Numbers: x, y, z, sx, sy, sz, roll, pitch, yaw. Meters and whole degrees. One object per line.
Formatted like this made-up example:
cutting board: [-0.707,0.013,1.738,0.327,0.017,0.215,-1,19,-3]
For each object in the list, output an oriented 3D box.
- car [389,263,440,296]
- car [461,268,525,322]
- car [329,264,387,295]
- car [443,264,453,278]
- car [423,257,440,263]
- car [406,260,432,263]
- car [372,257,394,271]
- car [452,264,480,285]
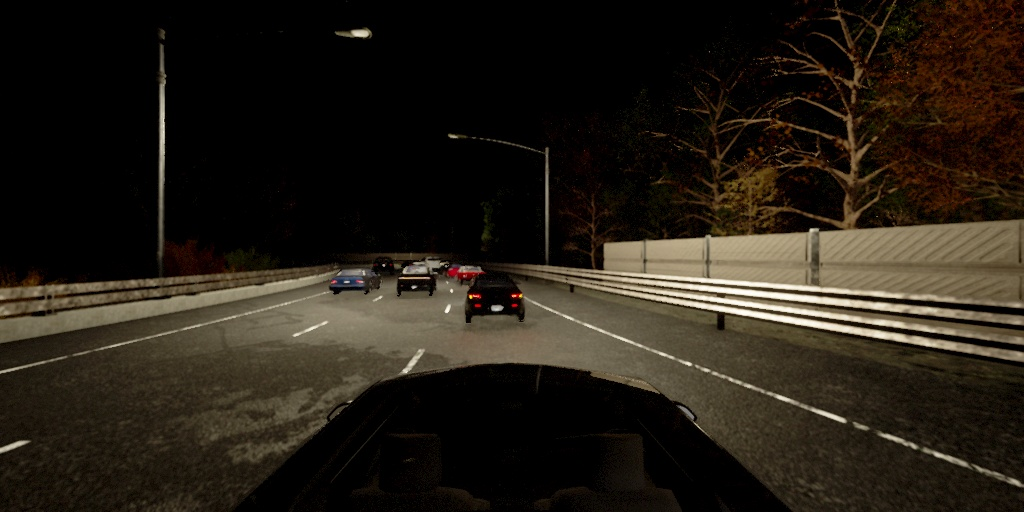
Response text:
car: [-5.175,1.312,19.829,2.128,1.511,4.902,0,0,-10]
car: [-0.656,1.317,12.368,1.812,1.442,4.674,0,0,-5]
car: [-8.791,1.371,20.518,2.033,1.411,5.357,0,0,-11]
car: [-5.809,1.449,36.581,1.994,1.385,4.181,0,0,-18]
car: [-11.859,1.165,51.406,2.150,2.045,5.566,0,0,-26]
car: [-9.771,1.415,37.559,1.812,1.442,4.674,0,0,-19]
car: [-14.863,1.126,41.318,2.150,2.045,5.566,0,0,-22]
car: [-3.265,1.451,27.597,1.895,1.301,4.718,0,0,-13]
